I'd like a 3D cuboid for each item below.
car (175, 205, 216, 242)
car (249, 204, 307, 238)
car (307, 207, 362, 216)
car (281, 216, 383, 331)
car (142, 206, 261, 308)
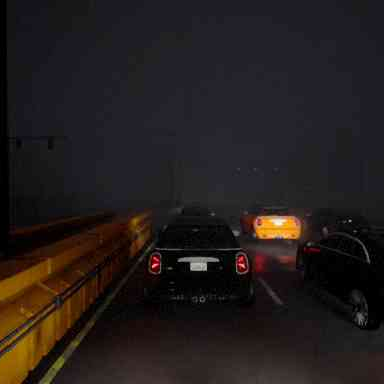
[{"bbox_3d":[0.160,1.506,17.420,1.837,1.490,4.892,0,0,0],"label":"car"},{"bbox_3d":[3.657,1.351,16.178,2.097,1.767,4.553,0,0,0],"label":"car"},{"bbox_3d":[7.159,1.506,16.983,1.837,1.490,4.892,0,0,0],"label":"car"},{"bbox_3d":[3.622,1.492,6.833,2.128,1.511,4.902,0,0,0],"label":"car"},{"bbox_3d":[0.126,1.352,8.076,2.097,1.767,4.553,0,0,0],"label":"car"}]
